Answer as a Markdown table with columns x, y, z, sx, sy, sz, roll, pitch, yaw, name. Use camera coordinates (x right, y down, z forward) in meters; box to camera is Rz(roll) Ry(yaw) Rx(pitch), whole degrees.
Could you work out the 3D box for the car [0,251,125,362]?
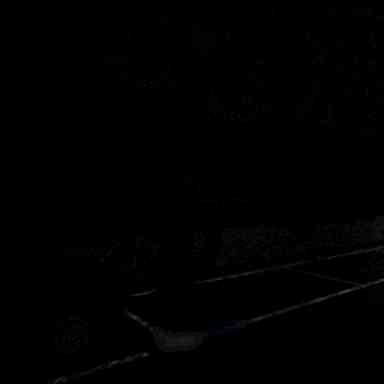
| x | y | z | sx | sy | sz | roll | pitch | yaw | name |
| --- | --- | --- | --- | --- | --- | --- | --- | --- | --- |
| -3.142 | 1.544 | 4.409 | 4.507 | 1.381 | 1.887 | 0 | 0 | -35 | car |
